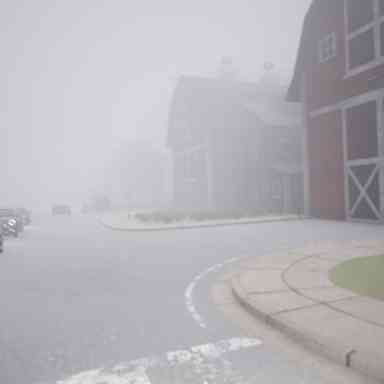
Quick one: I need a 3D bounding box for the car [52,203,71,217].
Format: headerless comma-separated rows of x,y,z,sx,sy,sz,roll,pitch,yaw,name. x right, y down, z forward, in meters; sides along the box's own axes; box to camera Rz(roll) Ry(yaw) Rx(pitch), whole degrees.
-14.645,1.953,37.327,1.882,1.535,5.008,-3,0,-22,car

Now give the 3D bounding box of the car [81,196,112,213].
-11.993,1.573,41.747,3.866,1.878,1.905,-4,5,25,car

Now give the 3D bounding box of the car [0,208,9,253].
-8.194,1.645,11.892,2.097,1.767,4.553,-2,0,-22,car

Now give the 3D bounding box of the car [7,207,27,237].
-11.538,1.769,20.110,2.097,1.767,4.553,-2,0,-22,car

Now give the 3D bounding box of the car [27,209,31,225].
-14.865,2.043,28.300,1.837,1.490,4.892,-2,0,-22,car

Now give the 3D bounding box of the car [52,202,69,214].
-18.414,2.214,46.518,2.033,1.411,5.357,-2,0,-22,car
